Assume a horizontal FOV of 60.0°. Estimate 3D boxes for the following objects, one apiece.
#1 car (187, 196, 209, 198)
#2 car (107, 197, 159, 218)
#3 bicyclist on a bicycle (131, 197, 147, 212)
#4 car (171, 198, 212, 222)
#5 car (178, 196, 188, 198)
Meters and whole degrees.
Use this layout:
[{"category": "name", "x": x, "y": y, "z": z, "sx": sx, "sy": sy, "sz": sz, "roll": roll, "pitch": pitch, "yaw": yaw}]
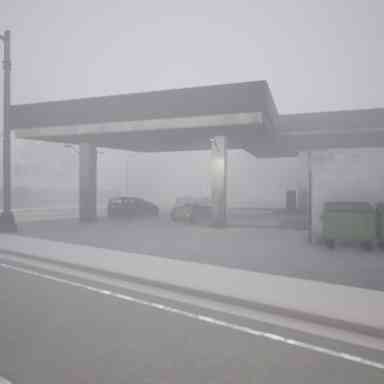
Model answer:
[{"category": "car", "x": 2.028, "y": 1.477, "z": 53.625, "sx": 2.033, "sy": 1.411, "sz": 5.357, "roll": 0, "pitch": 0, "yaw": 36}, {"category": "car", "x": -4.859, "y": 1.247, "z": 27.927, "sx": 2.242, "sy": 1.667, "sz": 4.611, "roll": 0, "pitch": 0, "yaw": 37}, {"category": "bicyclist on a bicycle", "x": -5.783, "y": 1.391, "z": 36.317, "sx": 1.656, "sy": 1.620, "sz": 0.582, "roll": 0, "pitch": 0, "yaw": 18}, {"category": "car", "x": 0.217, "y": 1.421, "z": 25.131, "sx": 1.970, "sy": 1.475, "sz": 3.806, "roll": 0, "pitch": 0, "yaw": 37}, {"category": "car", "x": -0.789, "y": 1.426, "z": 55.702, "sx": 1.837, "sy": 1.490, "sz": 4.892, "roll": 0, "pitch": 0, "yaw": 36}]
